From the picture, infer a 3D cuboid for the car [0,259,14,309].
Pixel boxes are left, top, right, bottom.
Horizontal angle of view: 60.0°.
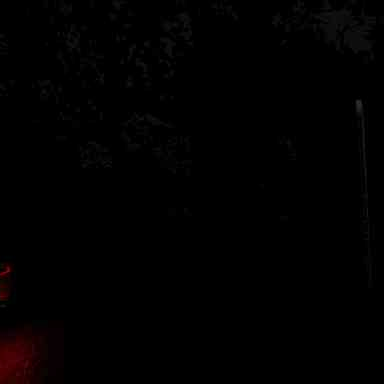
[{"bbox_3d":[-5.622,1.606,6.759,5.008,1.535,1.882,-1,-1,35],"label":"car"}]
